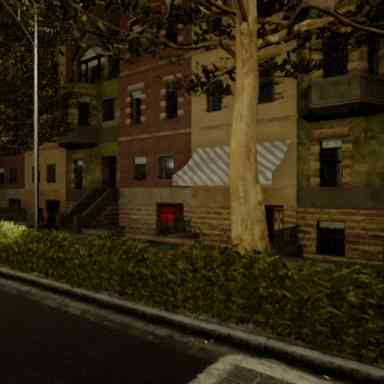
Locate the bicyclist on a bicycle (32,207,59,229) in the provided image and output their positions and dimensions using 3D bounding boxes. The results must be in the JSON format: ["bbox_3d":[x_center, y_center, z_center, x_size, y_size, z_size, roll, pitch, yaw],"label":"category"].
[{"bbox_3d":[-4.727,1.322,10.510,0.582,1.620,1.656,0,-3,35],"label":"bicyclist on a bicycle"}]
